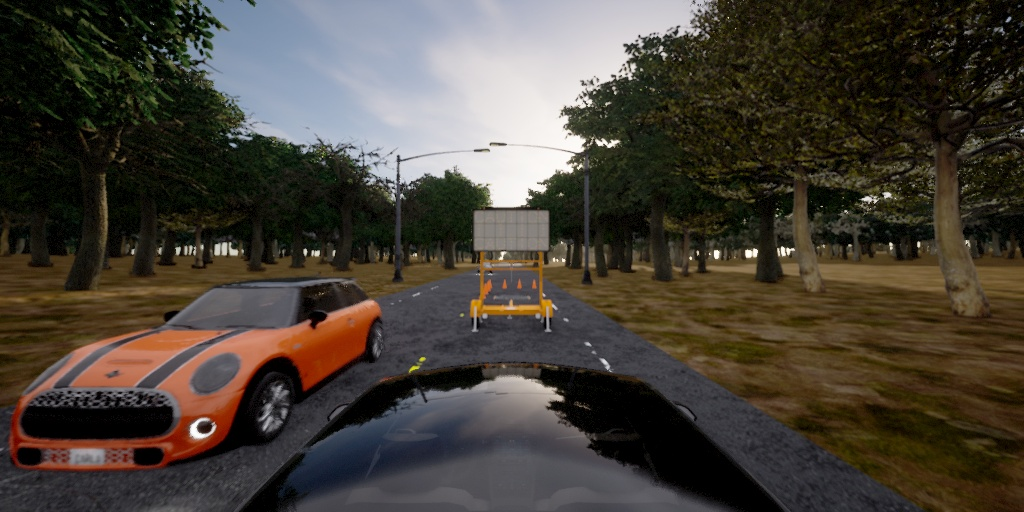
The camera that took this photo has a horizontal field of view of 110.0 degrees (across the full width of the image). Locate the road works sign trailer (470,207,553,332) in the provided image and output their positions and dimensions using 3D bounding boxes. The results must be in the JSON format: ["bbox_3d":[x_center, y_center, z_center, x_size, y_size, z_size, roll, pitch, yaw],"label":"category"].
[{"bbox_3d":[-0.015,0.282,11.158,2.380,3.560,2.880,0,0,0],"label":"road works sign trailer"}]

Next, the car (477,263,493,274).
[{"bbox_3d":[-3.585,1.628,48.070,1.812,1.442,4.674,0,0,0],"label":"car"}]

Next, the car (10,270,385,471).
[{"bbox_3d":[-3.600,1.127,5.286,2.097,1.767,4.553,0,0,0],"label":"car"}]
